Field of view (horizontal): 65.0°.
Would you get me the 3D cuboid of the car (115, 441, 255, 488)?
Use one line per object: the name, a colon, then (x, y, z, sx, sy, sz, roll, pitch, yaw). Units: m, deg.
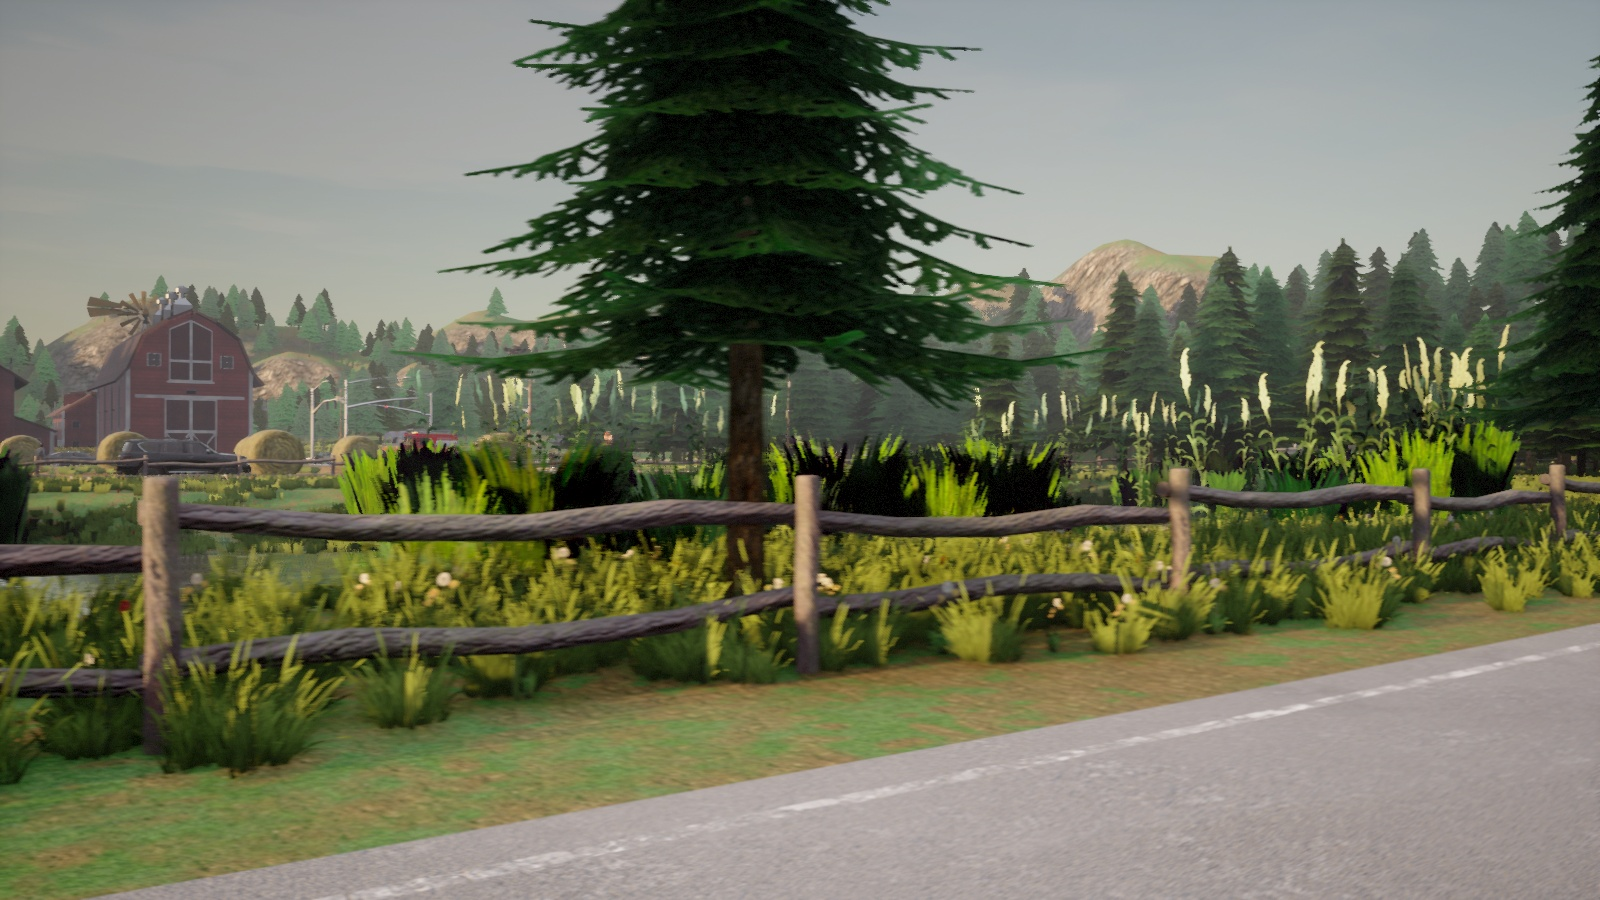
car: (-28.250, 0.642, 57.735, 5.566, 2.045, 2.150, 0, 0, -32)
